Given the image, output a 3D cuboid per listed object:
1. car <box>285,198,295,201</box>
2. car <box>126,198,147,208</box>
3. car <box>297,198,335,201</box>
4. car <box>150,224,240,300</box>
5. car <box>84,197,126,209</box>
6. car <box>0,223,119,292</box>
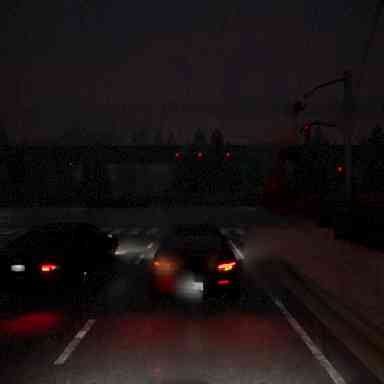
[{"bbox_3d":[14.212,1.526,46.890,4.674,1.442,1.812,0,0,1],"label":"car"},{"bbox_3d":[-8.400,1.564,46.998,4.181,1.385,1.994,0,0,0],"label":"car"},{"bbox_3d":[16.877,1.491,43.379,4.902,1.511,2.128,0,0,0],"label":"car"},{"bbox_3d":[0.064,1.526,8.251,1.812,1.442,4.674,0,0,0],"label":"car"},{"bbox_3d":[-11.605,1.477,43.512,5.008,1.535,1.882,0,0,0],"label":"car"},{"bbox_3d":[-3.429,1.547,9.069,2.033,1.411,5.357,0,0,0],"label":"car"}]
